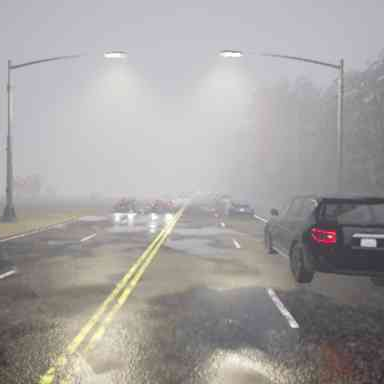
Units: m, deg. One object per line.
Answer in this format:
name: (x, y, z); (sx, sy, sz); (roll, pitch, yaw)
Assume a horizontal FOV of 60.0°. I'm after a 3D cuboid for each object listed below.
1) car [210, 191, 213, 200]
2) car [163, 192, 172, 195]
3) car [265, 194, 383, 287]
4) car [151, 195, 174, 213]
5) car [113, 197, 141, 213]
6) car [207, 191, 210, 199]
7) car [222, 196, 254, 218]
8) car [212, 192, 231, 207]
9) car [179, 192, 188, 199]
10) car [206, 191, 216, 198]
car: (4.182, 0.996, 51.930); (1.812, 1.442, 4.674); (1, 2, 1)
car: (-5.175, 0.725, 72.025); (2.033, 1.411, 5.357); (1, 1, 1)
car: (3.535, 1.100, 9.204); (2.150, 2.045, 5.566); (2, 0, 2)
car: (-2.816, 1.240, 32.291); (1.895, 1.301, 4.718); (1, 1, 1)
car: (-6.078, 1.181, 31.495); (1.994, 1.385, 4.181); (1, 1, 1)
car: (4.404, 0.899, 62.943); (2.033, 1.411, 5.357); (1, -1, 1)
car: (3.801, 1.311, 27.138); (1.994, 1.385, 4.181); (0, 0, 1)
car: (3.968, 1.006, 40.950); (2.033, 1.649, 4.856); (1, -1, 1)
car: (-1.897, 0.709, 73.352); (1.812, 1.442, 4.674); (1, 1, 1)
car: (4.837, 0.625, 84.938); (2.128, 1.511, 4.902); (1, -1, 1)
